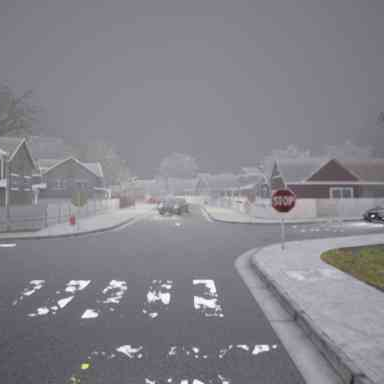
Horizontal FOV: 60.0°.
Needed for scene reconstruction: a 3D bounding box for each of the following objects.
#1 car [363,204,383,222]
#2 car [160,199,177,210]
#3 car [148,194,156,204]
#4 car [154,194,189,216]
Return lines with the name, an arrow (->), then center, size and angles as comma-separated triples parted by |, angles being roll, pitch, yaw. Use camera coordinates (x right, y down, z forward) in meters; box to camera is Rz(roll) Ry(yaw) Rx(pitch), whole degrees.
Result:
car -> 13.993, 1.416, 23.142 | 4.181, 1.385, 1.994 | -1, 0, -23
car -> -3.004, 1.638, 43.892 | 1.895, 1.301, 4.718 | 0, 0, 0
car -> -6.686, 1.328, 63.316 | 2.150, 2.045, 5.566 | 0, 0, -23
car -> -1.771, 1.373, 33.153 | 2.097, 1.767, 4.553 | 0, 0, 14
